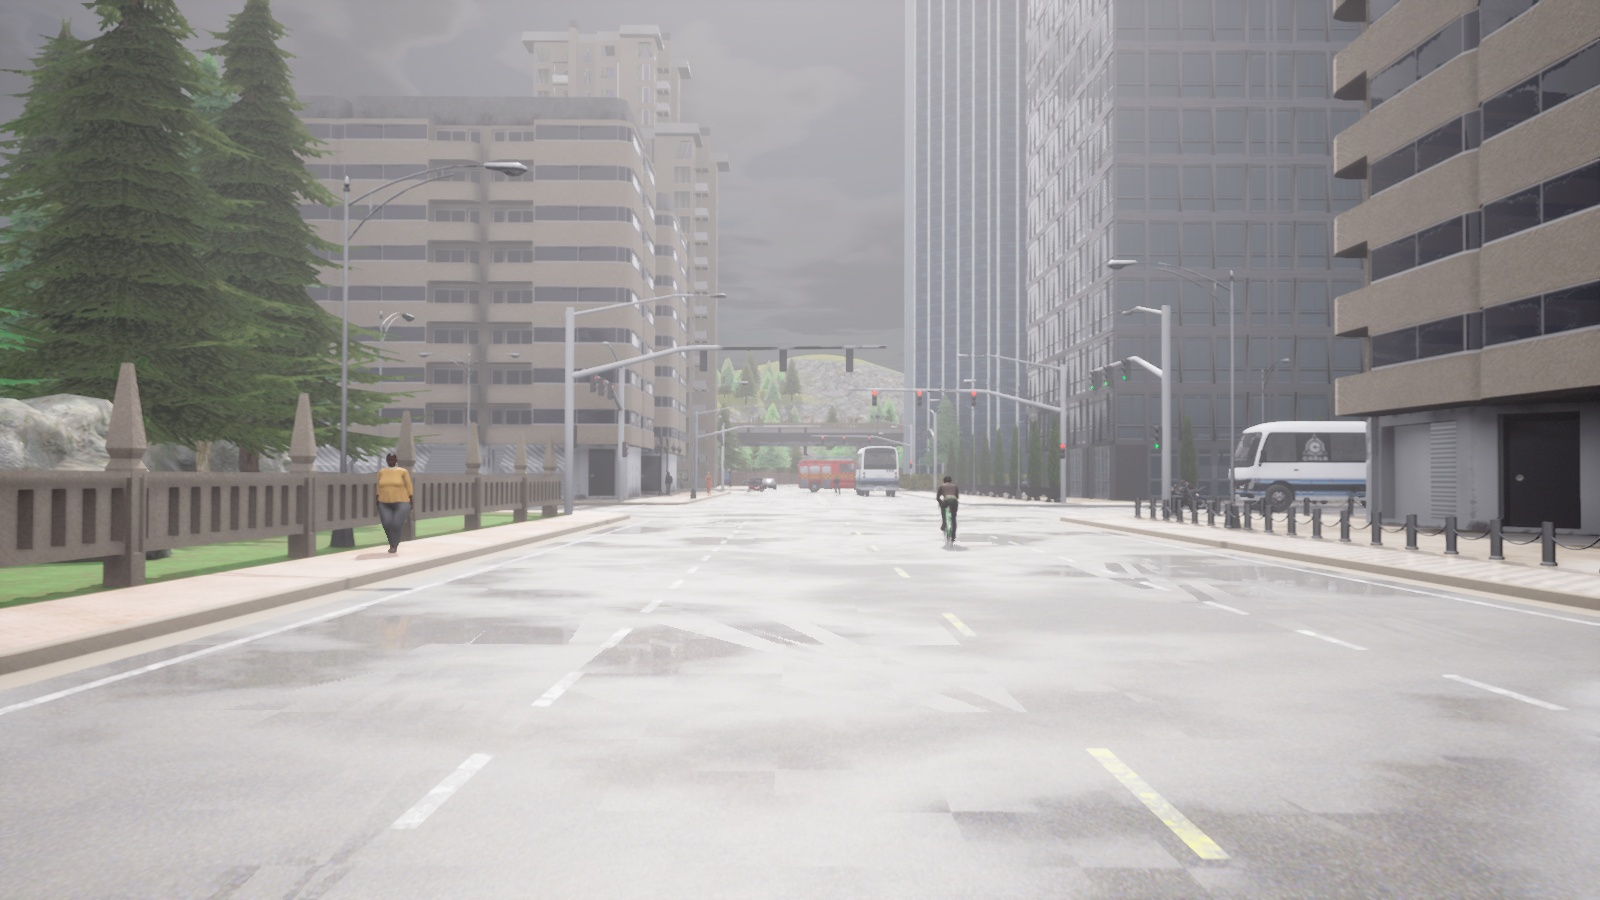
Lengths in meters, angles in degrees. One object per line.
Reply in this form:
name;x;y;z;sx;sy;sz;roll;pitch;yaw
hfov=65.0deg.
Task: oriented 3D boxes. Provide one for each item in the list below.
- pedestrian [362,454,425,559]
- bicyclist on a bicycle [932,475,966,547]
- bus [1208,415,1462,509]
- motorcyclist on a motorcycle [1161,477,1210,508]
pedestrian;-7.384;1.013;22.834;0.874;1.855;0.900;0;-1;-2
bicyclist on a bicycle;3.428;1.400;29.045;0.582;1.620;1.656;0;-2;0
bus;25.079;0.592;59.324;10.273;4.253;3.944;0;-1;0
motorcyclist on a motorcycle;19.264;2.104;62.810;2.191;1.530;0.866;0;-1;0
